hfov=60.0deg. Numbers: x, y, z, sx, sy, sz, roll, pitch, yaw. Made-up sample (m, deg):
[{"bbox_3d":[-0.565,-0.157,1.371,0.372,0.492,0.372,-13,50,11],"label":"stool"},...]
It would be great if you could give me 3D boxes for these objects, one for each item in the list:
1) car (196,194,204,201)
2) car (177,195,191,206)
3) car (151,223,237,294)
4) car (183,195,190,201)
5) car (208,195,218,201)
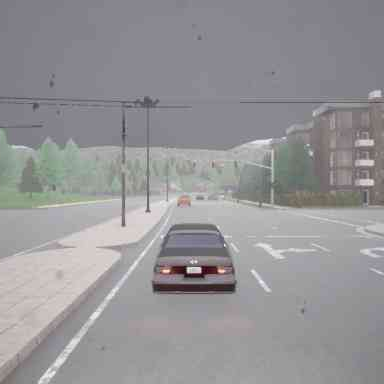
[{"bbox_3d":[2.066,1.477,85.513,1.882,1.535,5.008,0,0,0],"label":"car"},{"bbox_3d":[-1.302,1.352,54.653,2.097,1.767,4.553,0,0,-1],"label":"car"},{"bbox_3d":[0.051,1.547,8.906,2.033,1.411,5.357,0,0,0],"label":"car"},{"bbox_3d":[-1.434,1.523,85.478,1.812,1.442,4.674,0,0,0],"label":"car"},{"bbox_3d":[5.566,1.539,85.517,2.033,1.411,5.357,0,0,0],"label":"car"}]
